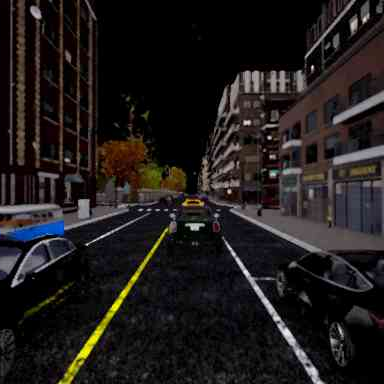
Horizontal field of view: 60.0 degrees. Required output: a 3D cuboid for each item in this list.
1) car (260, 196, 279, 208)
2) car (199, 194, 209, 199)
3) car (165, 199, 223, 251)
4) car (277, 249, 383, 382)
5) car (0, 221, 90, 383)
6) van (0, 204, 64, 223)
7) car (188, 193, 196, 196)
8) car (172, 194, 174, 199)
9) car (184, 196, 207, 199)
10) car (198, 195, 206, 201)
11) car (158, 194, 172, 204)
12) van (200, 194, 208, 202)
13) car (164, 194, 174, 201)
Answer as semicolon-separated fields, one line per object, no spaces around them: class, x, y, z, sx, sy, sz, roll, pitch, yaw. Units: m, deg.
car;13.480;1.602;53.803;5.009;1.841;2.192;1;-1;-1
car;2.712;1.567;71.758;1.887;1.381;4.507;0;0;0
car;0.105;1.344;14.271;2.097;1.767;4.553;0;0;0
car;2.696;1.563;5.417;1.947;1.339;4.313;0;0;0
car;-3.098;1.488;5.315;2.128;1.511;4.902;0;0;0
van;-5.682;1.335;11.079;1.690;1.788;3.998;0;0;0
car;0.024;1.464;89.847;1.994;1.385;4.181;0;0;0
car;-5.667;1.554;77.221;1.752;1.417;4.829;0;0;0
car;0.108;1.470;31.524;1.882;1.535;5.008;0;0;0
car;2.716;1.487;88.649;1.967;1.590;4.097;0;0;0
car;-5.670;1.581;66.130;1.947;1.339;4.313;0;0;0
van;2.714;1.370;77.389;1.690;1.788;3.998;0;0;0
car;-5.666;1.353;83.021;2.192;1.841;5.009;0;0;0
